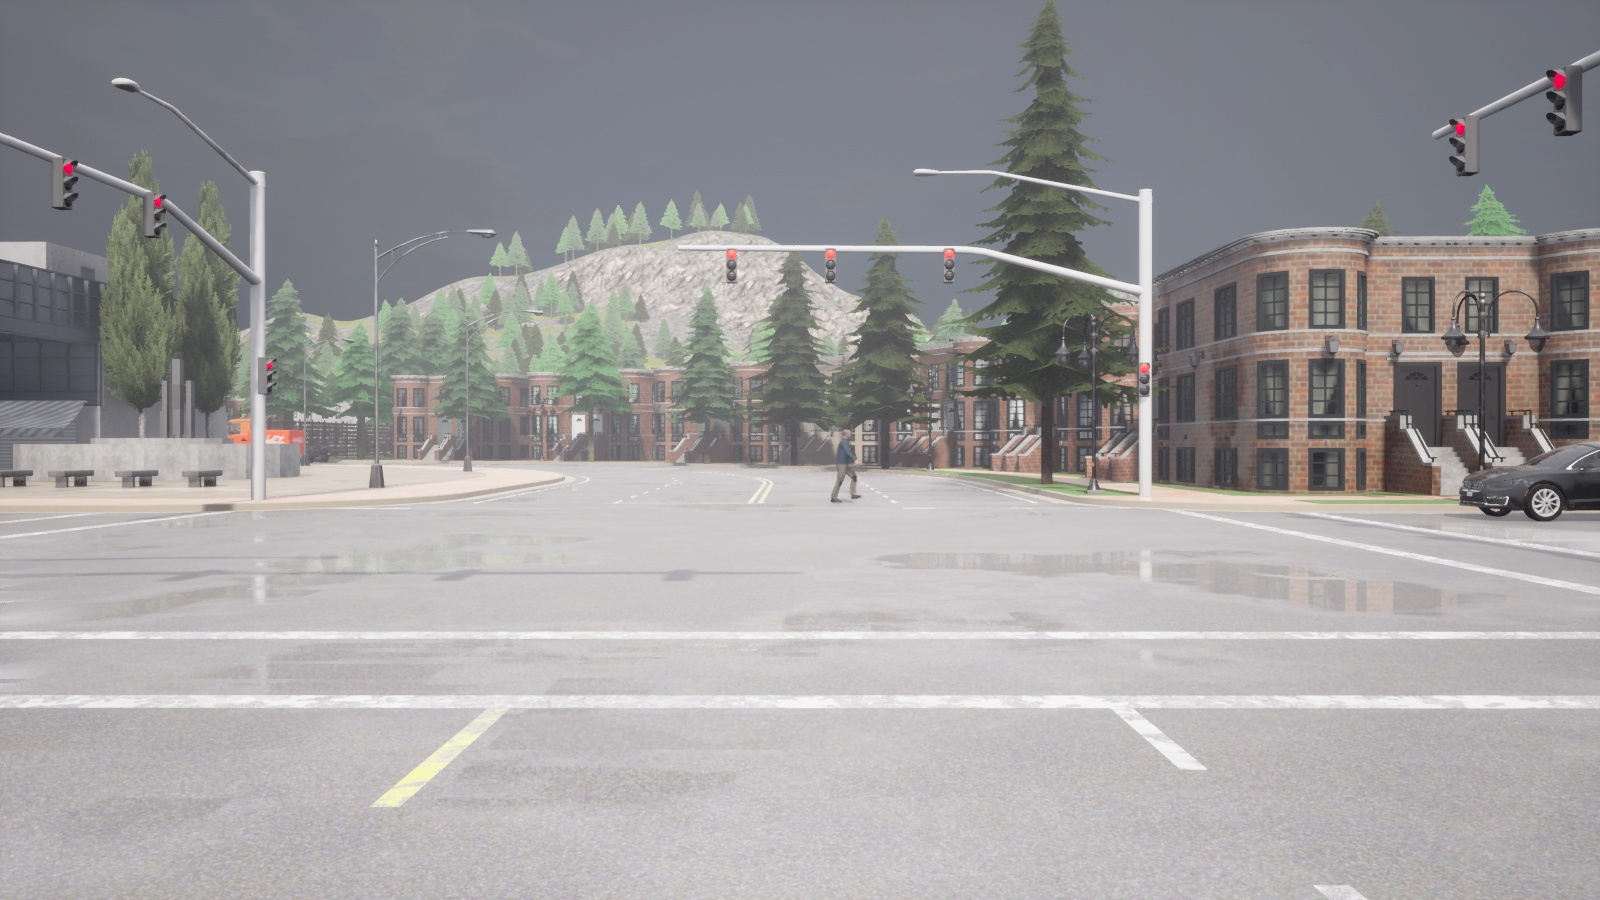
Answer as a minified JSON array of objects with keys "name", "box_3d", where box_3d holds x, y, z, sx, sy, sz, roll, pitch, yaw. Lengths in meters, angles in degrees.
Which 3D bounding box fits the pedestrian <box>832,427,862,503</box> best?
[{"name":"pedestrian","box_3d":[1.144,0.363,30.670,0.726,1.842,0.402,0,0,2]}]

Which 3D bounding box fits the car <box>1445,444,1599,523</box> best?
[{"name":"car","box_3d":[15.464,0.626,24.434,4.892,1.490,1.837,0,0,0]}]
